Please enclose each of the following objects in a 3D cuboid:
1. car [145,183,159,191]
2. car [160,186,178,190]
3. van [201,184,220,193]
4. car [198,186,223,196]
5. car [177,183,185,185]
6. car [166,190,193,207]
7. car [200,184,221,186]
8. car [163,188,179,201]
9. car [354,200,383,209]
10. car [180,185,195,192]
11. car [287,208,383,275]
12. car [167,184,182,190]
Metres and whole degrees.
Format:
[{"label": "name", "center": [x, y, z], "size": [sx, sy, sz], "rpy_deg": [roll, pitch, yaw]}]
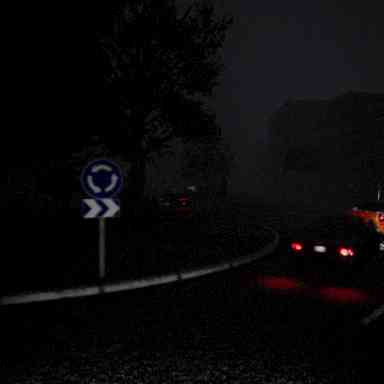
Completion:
[{"label": "car", "center": [-11.402, -1.099, 90.925], "size": [2.097, 1.535, 5.008], "rpy_deg": [0, 2, 6]}, {"label": "car", "center": [-4.072, 0.238, 58.833], "size": [2.033, 1.411, 5.357], "rpy_deg": [0, 2, 1]}, {"label": "van", "center": [4.505, -0.806, 80.009], "size": [4.442, 1.987, 1.878], "rpy_deg": [0, 2, 4]}, {"label": "car", "center": [3.760, 0.043, 63.736], "size": [4.892, 1.521, 2.231], "rpy_deg": [0, 2, 2]}, {"label": "car", "center": [-3.200, -0.808, 83.429], "size": [1.895, 1.301, 4.718], "rpy_deg": [0, 2, 5]}, {"label": "car", "center": [-1.409, 0.891, 38.404], "size": [1.837, 1.490, 4.892], "rpy_deg": [0, 2, -13]}, {"label": "car", "center": [3.883, -0.184, 66.482], "size": [4.553, 1.767, 2.185], "rpy_deg": [0, 2, 2]}, {"label": "car", "center": [-3.268, 0.613, 48.641], "size": [1.994, 1.385, 4.181], "rpy_deg": [0, 2, -5]}, {"label": "car", "center": [9.299, 1.183, 16.575], "size": [2.097, 1.767, 4.553], "rpy_deg": [0, 1, 6]}, {"label": "car", "center": [-0.767, -0.271, 72.437], "size": [2.128, 1.511, 4.902], "rpy_deg": [0, 2, 2]}, {"label": "car", "center": [4.590, 1.441, 10.306], "size": [2.033, 1.411, 5.357], "rpy_deg": [1, 1, 35]}, {"label": "car", "center": [-3.759, -0.337, 72.727], "size": [1.882, 1.535, 5.008], "rpy_deg": [0, 2, 2]}]
